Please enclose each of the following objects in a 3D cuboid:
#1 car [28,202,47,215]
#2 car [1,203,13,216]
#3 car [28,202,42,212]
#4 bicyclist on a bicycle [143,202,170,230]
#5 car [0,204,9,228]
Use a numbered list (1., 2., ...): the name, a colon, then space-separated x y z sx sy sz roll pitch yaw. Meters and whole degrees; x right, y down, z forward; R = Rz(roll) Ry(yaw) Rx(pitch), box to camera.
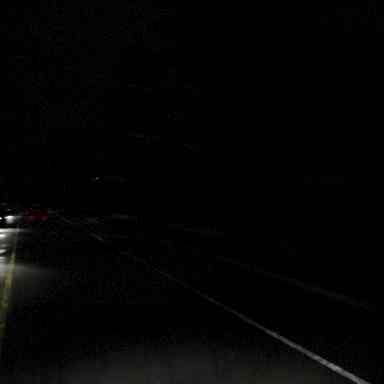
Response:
1. car: -18.767 2.012 40.469 1.812 1.442 4.674 -1 0 -27
2. car: -22.649 2.098 40.120 1.812 1.442 4.674 -1 0 -27
3. car: -24.222 2.229 51.197 1.895 1.301 4.718 -1 0 -27
4. bicyclist on a bicycle: -2.014 1.375 19.071 1.656 1.620 0.582 -2 0 -27
5. car: -15.166 1.904 25.176 1.812 1.442 4.674 -1 0 -27
